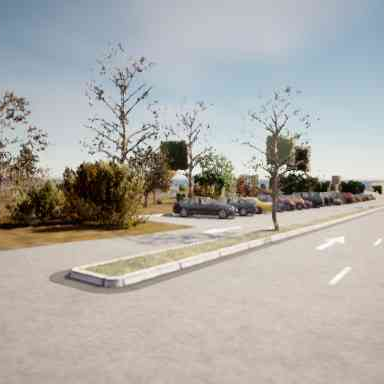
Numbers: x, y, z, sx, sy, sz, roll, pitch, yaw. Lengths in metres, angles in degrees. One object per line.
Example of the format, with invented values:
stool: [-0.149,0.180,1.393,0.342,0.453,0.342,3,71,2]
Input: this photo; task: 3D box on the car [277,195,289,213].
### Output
car: [6.932,1.246,33.125,4.792,1.488,2.163,1,0,16]

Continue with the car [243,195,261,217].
car: [2.964,1.182,27.603,4.892,1.521,2.231,1,0,16]

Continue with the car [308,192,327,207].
car: [14.036,1.030,43.160,5.566,2.045,2.435,1,0,15]

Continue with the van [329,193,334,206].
van: [17.631,1.088,47.976,4.442,1.987,1.878,1,0,16]

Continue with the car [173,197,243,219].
car: [0.980,1.163,24.848,4.892,1.521,2.231,1,0,16]

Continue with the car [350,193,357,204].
car: [26.120,1.139,60.131,5.566,2.045,2.435,1,0,15]

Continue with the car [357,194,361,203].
car: [28.041,1.405,62.510,5.366,1.575,1.946,1,0,15]

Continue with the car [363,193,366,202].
car: [32.957,1.451,69.854,5.008,1.535,2.097,1,0,15]

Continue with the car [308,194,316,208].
car: [12.332,1.306,40.736,4.674,1.452,2.002,1,0,16]

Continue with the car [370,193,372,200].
car: [39.555,1.506,79.697,5.008,1.535,2.097,1,0,13]

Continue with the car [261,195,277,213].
car: [4.752,1.193,30.411,5.366,1.575,1.946,1,0,16]

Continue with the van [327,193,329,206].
van: [15.906,1.073,45.550,4.442,1.987,1.878,1,0,16]

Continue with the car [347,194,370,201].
car: [41.134,1.393,82.196,4.553,1.767,2.185,1,0,13]

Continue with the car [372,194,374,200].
car: [42.578,1.526,84.716,5.366,1.575,1.946,1,0,13]

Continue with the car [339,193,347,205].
car: [21.150,1.343,52.806,5.366,1.575,1.946,1,0,15]

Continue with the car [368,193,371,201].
car: [37.954,1.523,77.225,4.792,1.488,2.163,1,0,14]

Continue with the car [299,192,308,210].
car: [10.636,1.125,38.296,4.553,1.767,2.185,1,0,16]

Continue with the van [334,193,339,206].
van: [19.358,1.104,50.402,4.442,1.987,1.878,1,0,15]

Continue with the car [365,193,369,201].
car: [36.245,1.509,74.766,4.792,1.488,2.163,1,0,14]

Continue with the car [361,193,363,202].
car: [31.296,1.311,67.409,4.553,1.767,2.185,1,0,15]

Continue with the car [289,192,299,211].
car: [8.848,1.108,35.898,4.553,1.767,2.185,1,0,16]

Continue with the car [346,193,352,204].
car: [24.450,1.405,57.699,4.792,1.488,2.163,1,0,15]
